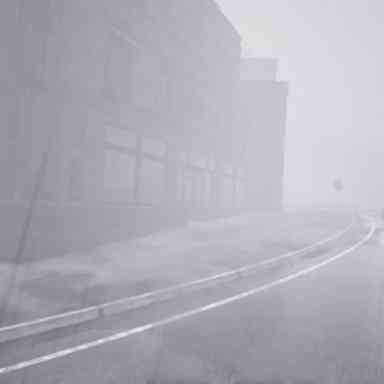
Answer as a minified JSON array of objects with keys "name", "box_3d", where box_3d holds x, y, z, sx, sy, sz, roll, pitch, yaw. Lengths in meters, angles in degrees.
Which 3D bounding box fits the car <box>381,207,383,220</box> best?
[{"name":"car","box_3d":[13.109,1.308,20.855,1.895,1.301,4.718,2,2,25]}]
